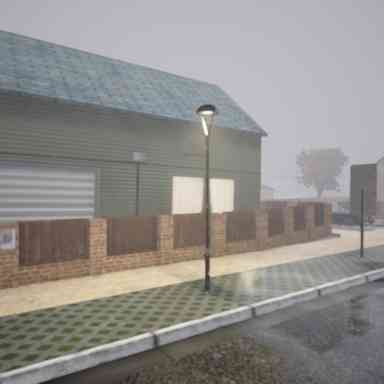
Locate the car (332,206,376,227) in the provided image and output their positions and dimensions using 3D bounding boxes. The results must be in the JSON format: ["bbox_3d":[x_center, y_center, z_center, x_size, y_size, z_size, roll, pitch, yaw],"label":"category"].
[{"bbox_3d":[9.524,1.605,22.176,1.895,1.301,4.718,2,-1,-33],"label":"car"}]

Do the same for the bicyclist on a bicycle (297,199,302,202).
[{"bbox_3d":[10.254,1.473,31.682,1.656,1.620,0.582,1,-1,-34],"label":"bicyclist on a bicycle"}]
